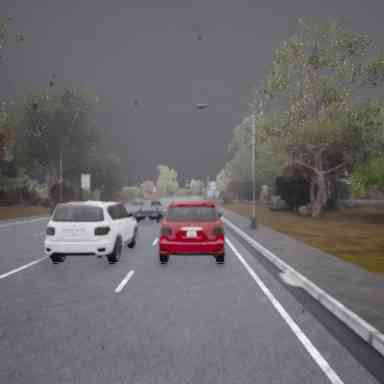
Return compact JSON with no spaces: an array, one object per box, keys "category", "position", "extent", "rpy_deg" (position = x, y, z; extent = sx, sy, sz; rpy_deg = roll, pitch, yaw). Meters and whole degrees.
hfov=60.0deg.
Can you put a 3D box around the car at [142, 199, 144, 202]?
[{"category":"car","position":[-10.546,1.971,65.537],"extent":[1.837,1.490,4.892],"rpy_deg":[0,0,0]}]

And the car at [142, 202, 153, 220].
[{"category":"car","position":[-3.499,1.829,28.242],"extent":[1.895,1.301,4.718],"rpy_deg":[0,0,0]}]

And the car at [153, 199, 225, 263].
[{"category":"car","position":[0.004,1.345,12.591],"extent":[2.150,2.045,5.566],"rpy_deg":[0,0,0]}]

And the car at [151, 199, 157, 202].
[{"category":"car","position":[-7.047,2.067,65.223],"extent":[1.895,1.301,4.718],"rpy_deg":[0,0,0]}]

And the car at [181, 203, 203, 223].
[{"category":"car","position":[0.006,1.758,28.901],"extent":[1.812,1.442,4.674],"rpy_deg":[0,0,0]}]

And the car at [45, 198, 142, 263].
[{"category":"car","position":[-3.497,1.345,12.565],"extent":[2.150,2.045,5.566],"rpy_deg":[0,0,0]}]
